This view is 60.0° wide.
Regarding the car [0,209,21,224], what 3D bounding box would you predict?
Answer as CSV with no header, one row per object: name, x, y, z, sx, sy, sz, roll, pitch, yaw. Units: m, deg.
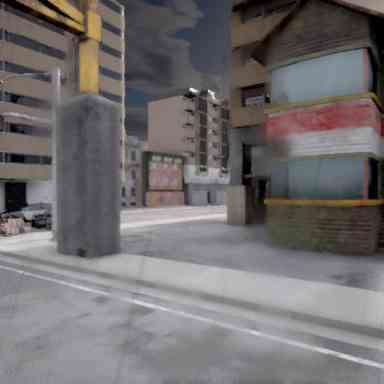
car,-11.485,1.398,24.510,4.536,1.218,1.853,0,0,-30

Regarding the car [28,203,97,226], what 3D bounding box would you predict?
car,-8.320,1.381,21.853,1.853,1.218,4.536,0,0,15

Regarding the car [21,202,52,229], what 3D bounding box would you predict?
car,-8.333,1.538,21.803,2.038,1.542,4.974,0,0,15
